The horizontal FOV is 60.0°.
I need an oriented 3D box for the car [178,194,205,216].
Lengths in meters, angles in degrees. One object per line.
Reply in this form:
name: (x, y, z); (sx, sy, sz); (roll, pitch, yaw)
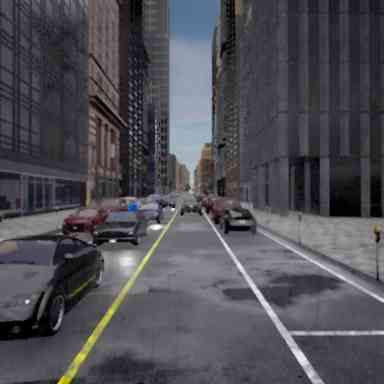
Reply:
car: (-0.081, 1.382, 33.684); (2.097, 1.767, 4.553); (0, 0, -1)

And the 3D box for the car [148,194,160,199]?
car: (-6.101, 1.474, 47.263); (1.967, 1.590, 4.097); (1, 0, 0)

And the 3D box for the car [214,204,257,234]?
car: (2.576, 1.587, 19.183); (1.947, 1.339, 4.313); (0, 0, 0)

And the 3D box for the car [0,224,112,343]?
car: (-3.125, 1.579, 6.533); (1.994, 1.385, 4.181); (0, 0, 0)

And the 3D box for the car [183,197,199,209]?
car: (-0.151, 1.519, 46.617); (2.128, 1.511, 4.902); (0, 0, 0)

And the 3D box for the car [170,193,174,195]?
car: (-6.318, 1.546, 86.635); (1.887, 1.381, 4.507); (1, 0, 0)

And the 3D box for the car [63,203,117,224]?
car: (-5.949, 1.577, 19.138); (1.887, 1.381, 4.507); (0, 0, 0)

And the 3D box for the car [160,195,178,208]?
car: (-3.257, 1.581, 48.154); (2.033, 1.411, 5.357); (0, 0, 0)

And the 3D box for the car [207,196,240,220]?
car: (2.547, 1.340, 24.808); (2.192, 1.841, 5.009); (0, 0, 0)

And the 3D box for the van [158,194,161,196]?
van: (-6.131, 1.372, 52.887); (1.690, 1.788, 3.998); (1, 0, 0)

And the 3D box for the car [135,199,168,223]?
car: (-3.202, 1.558, 25.783); (1.812, 1.442, 4.674); (0, 0, 0)

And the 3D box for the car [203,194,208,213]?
car: (2.486, 1.342, 36.057); (2.192, 1.841, 5.009); (0, 0, 0)

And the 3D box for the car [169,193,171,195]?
car: (-6.255, 1.539, 75.216); (1.752, 1.417, 4.829); (1, 0, 0)

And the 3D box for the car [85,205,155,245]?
car: (-3.174, 1.573, 15.897); (2.033, 1.411, 5.357); (0, 0, -1)

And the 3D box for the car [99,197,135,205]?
car: (-5.978, 1.351, 24.763); (2.192, 1.841, 5.009); (0, 0, 0)

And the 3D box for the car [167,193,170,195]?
car: (-6.225, 1.563, 69.761); (1.887, 1.381, 4.507); (1, 0, 0)

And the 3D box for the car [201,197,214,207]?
car: (2.392, 1.564, 52.930); (1.887, 1.381, 4.507); (0, 0, 0)

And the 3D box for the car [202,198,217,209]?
car: (2.423, 1.605, 47.306); (1.802, 1.307, 4.206); (0, 0, 0)

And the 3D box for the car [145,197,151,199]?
car: (-6.041, 1.589, 36.013); (2.008, 1.369, 4.403); (0, 0, 0)

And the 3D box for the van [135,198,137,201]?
van: (-6.009, 1.379, 30.388); (1.690, 1.788, 3.998); (0, 0, 0)
